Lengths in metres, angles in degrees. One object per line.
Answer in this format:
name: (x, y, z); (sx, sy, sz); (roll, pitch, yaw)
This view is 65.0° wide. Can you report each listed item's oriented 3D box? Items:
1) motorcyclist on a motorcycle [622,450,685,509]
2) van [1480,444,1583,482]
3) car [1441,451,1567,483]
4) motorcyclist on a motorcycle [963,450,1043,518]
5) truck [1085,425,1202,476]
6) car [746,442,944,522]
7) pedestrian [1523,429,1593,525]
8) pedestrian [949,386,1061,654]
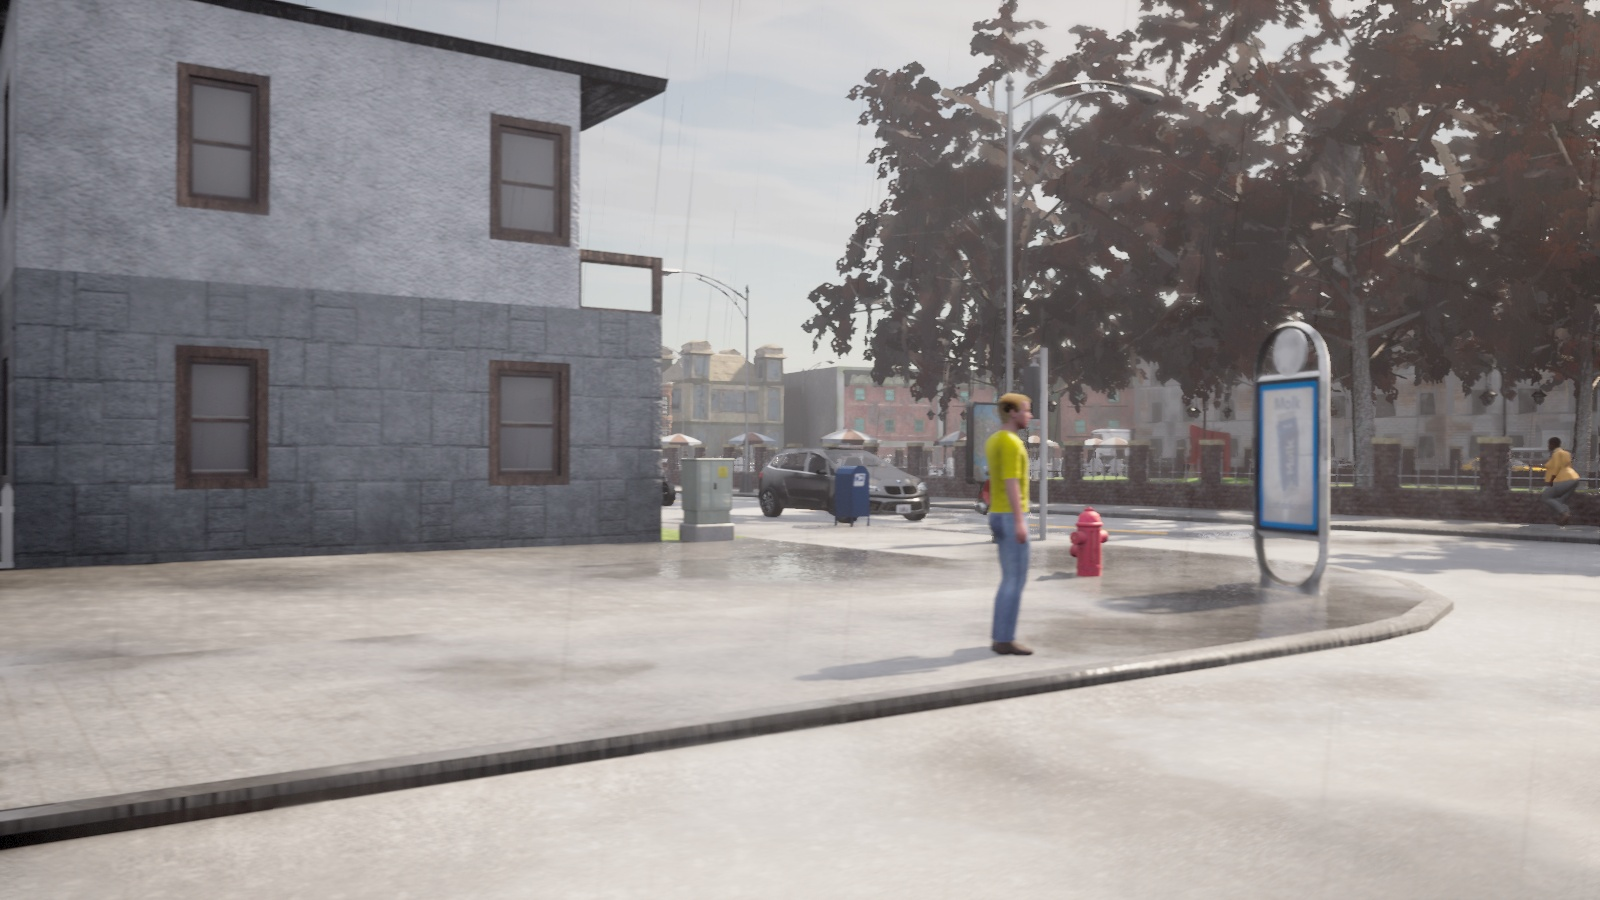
motorcyclist on a motorcycle: (-4.248, 0.820, 36.289); (0.766, 1.649, 2.350); (0, 0, -35)
van: (39.115, 0.689, 67.230); (1.775, 1.987, 4.442); (0, 0, -35)
car: (36.109, 0.868, 64.547); (1.801, 1.575, 5.366); (0, 0, -35)
motorcyclist on a motorcycle: (4.863, 0.795, 30.211); (0.866, 1.590, 1.817); (0, 0, -35)
truck: (24.114, 0.039, 88.562); (2.891, 3.462, 7.936); (0, 0, -36)
car: (0.931, 0.684, 28.866); (2.242, 1.667, 4.611); (0, 0, -34)
pedestrian: (15.057, 0.525, 24.952); (0.874, 1.855, 0.900); (0, 0, -35)
pedestrian: (1.432, 0.482, 8.818); (0.706, 1.836, 0.354); (0, 0, -5)
